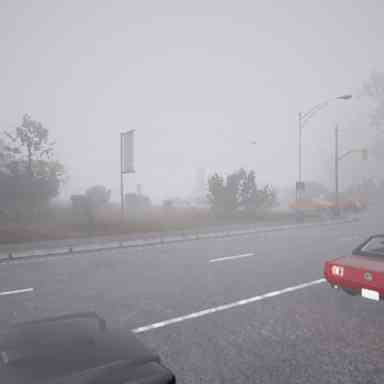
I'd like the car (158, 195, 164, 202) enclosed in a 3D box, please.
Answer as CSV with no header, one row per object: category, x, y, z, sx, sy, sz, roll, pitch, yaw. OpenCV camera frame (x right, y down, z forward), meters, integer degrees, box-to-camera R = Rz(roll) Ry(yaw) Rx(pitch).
car,-3.515,1.407,58.730,1.895,1.301,4.718,-1,0,-38

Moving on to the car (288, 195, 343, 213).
car,12.055,1.300,33.419,1.882,1.535,5.008,0,0,-34

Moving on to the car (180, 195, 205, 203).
car,0.047,1.301,65.737,2.033,1.411,5.357,-1,0,-38

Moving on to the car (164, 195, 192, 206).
car,-1.989,1.394,51.212,1.994,1.385,4.181,-1,0,-39

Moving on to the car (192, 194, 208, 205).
car,2.668,1.155,51.009,2.097,1.767,4.553,-1,0,-39

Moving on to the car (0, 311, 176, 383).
car,-2.376,1.601,2.041,4.718,1.301,1.895,0,0,-36

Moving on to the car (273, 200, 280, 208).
car,9.119,1.149,42.979,2.097,1.767,4.553,-1,0,-39

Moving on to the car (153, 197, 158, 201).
car,-6.684,1.354,74.005,1.895,1.301,4.718,-1,0,-38

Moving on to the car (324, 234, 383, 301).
car,5.072,1.576,7.378,4.718,1.301,1.895,0,0,-36

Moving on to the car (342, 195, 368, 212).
car,15.788,1.145,34.695,2.097,1.767,4.553,-1,0,-39
